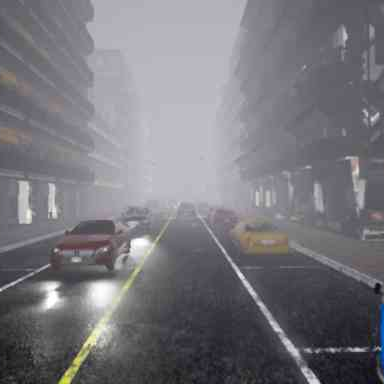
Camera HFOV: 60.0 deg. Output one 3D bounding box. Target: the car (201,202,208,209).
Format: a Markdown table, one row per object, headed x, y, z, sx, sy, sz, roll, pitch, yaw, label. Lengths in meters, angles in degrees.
| x | y | z | sx | sy | sz | roll | pitch | yaw | label |
| --- | --- | --- | --- | --- | --- | --- | --- | --- | --- |
| 2.150 | 1.857 | 30.066 | 1.887 | 1.381 | 4.507 | 0 | -1 | -1 | car |

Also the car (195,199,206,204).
| x | y | z | sx | sy | sz | roll | pitch | yaw | label |
| --- | --- | --- | --- | --- | --- | --- | --- | --- | --- |
| 1.717 | 2.132 | 52.710 | 2.008 | 1.369 | 4.403 | 0 | -1 | -1 | car |

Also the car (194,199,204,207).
| x | y | z | sx | sy | sz | roll | pitch | yaw | label |
| --- | --- | --- | --- | --- | --- | --- | --- | --- | --- |
| 1.392 | 2.226 | 69.693 | 1.967 | 1.590 | 4.097 | 0 | -1 | -1 | car |

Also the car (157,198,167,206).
| x | y | z | sx | sy | sz | roll | pitch | yaw | label |
| --- | --- | --- | --- | --- | --- | --- | --- | --- | --- |
| -7.206 | 2.308 | 80.875 | 2.192 | 1.841 | 5.009 | -1 | -1 | -1 | car |

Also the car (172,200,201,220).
| x | y | z | sx | sy | sz | roll | pitch | yaw | label |
| --- | --- | --- | --- | --- | --- | --- | --- | --- | --- |
| -0.531 | 1.853 | 32.537 | 2.128 | 1.511 | 4.902 | 0 | -1 | -1 | car |

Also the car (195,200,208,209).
| x | y | z | sx | sy | sz | roll | pitch | yaw | label |
| --- | --- | --- | --- | --- | --- | --- | --- | --- | --- |
| 1.609 | 2.200 | 58.371 | 2.008 | 1.369 | 4.403 | 0 | -1 | -1 | car |

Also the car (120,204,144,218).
| x | y | z | sx | sy | sz | roll | pitch | yaw | label |
| --- | --- | --- | --- | --- | --- | --- | --- | --- | --- |
| -6.337 | 2.022 | 35.586 | 1.802 | 1.307 | 4.206 | 0 | -1 | -1 | car |

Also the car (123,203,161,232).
| x | y | z | sx | sy | sz | roll | pitch | yaw | label |
| --- | --- | --- | --- | --- | --- | --- | --- | --- | --- |
| -3.475 | 1.750 | 21.825 | 2.128 | 1.511 | 4.902 | 0 | -1 | -1 | car |

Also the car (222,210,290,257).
| x | y | z | sx | sy | sz | roll | pitch | yaw | label |
| --- | --- | --- | --- | --- | --- | --- | --- | --- | --- |
| 2.472 | 1.645 | 13.257 | 1.752 | 1.417 | 4.829 | 0 | -1 | -1 | car |

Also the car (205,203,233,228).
| x | y | z | sx | sy | sz | roll | pitch | yaw | label |
| --- | --- | --- | --- | --- | --- | --- | --- | --- | --- |
| 2.259 | 1.790 | 24.406 | 1.887 | 1.381 | 4.507 | 0 | -1 | -1 | car |

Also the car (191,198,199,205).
| x | y | z | sx | sy | sz | roll | pitch | yaw | label |
| --- | --- | --- | --- | --- | --- | --- | --- | --- | --- |
| 0.707 | 2.512 | 88.291 | 1.882 | 1.535 | 5.008 | 0 | -1 | -1 | car |

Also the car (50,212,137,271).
| x | y | z | sx | sy | sz | roll | pitch | yaw | label |
| --- | --- | --- | --- | --- | --- | --- | --- | --- | --- |
| -3.290 | 1.671 | 11.683 | 1.812 | 1.442 | 4.674 | 0 | -1 | -1 | car |

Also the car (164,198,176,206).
| x | y | z | sx | sy | sz | roll | pitch | yaw | label |
| --- | --- | --- | --- | --- | --- | --- | --- | --- | --- |
| -4.367 | 2.177 | 73.225 | 2.097 | 1.767 | 4.553 | 0 | -1 | -1 | car |

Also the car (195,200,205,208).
| x | y | z | sx | sy | sz | roll | pitch | yaw | label |
| --- | --- | --- | --- | --- | --- | --- | --- | --- | --- |
| 1.501 | 2.261 | 64.033 | 1.887 | 1.381 | 4.507 | 0 | -1 | -1 | car |

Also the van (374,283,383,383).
| x | y | z | sx | sy | sz | roll | pitch | yaw | label |
| --- | --- | --- | --- | --- | --- | --- | --- | --- | --- |
| 2.692 | 1.340 | 1.768 | 1.690 | 1.788 | 3.998 | 0 | -1 | -1 | van |

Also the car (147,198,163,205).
| x | y | z | sx | sy | sz | roll | pitch | yaw | label |
| --- | --- | --- | --- | --- | --- | --- | --- | --- | --- |
| -6.772 | 2.025 | 58.234 | 2.192 | 1.841 | 5.009 | 0 | -1 | -1 | car |
